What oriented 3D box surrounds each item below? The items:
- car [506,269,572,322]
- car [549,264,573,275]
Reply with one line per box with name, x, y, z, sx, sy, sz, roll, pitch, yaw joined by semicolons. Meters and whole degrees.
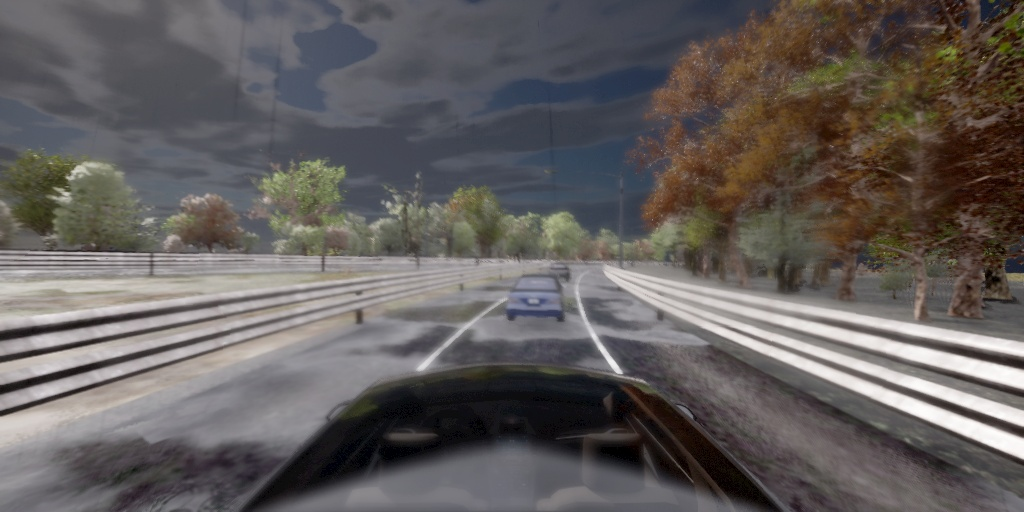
car;0.948;1.362;12.736;2.033;1.411;5.357;0;0;7
car;4.325;1.428;32.025;2.128;1.511;4.902;0;0;12
